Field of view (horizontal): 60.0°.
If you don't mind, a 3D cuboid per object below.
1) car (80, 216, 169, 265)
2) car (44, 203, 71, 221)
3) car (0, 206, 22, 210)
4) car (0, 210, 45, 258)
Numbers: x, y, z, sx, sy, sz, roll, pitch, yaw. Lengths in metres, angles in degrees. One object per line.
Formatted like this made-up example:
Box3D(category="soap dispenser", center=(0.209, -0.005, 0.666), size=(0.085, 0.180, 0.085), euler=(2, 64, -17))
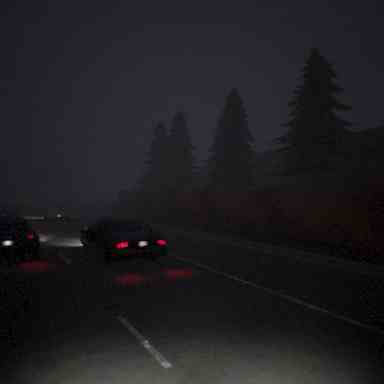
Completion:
Box3D(category="car", center=(-2.664, 1.589, 12.046), size=(2.033, 1.411, 5.357), euler=(0, 0, -29))
Box3D(category="car", center=(-11.247, 1.607, 27.716), size=(1.812, 1.442, 4.674), euler=(0, 0, -26))
Box3D(category="car", center=(-13.728, 1.666, 24.807), size=(1.895, 1.301, 4.718), euler=(0, 0, -26))
Box3D(category="car", center=(-6.831, 1.598, 12.340), size=(1.994, 1.385, 4.181), euler=(0, 0, -29))
